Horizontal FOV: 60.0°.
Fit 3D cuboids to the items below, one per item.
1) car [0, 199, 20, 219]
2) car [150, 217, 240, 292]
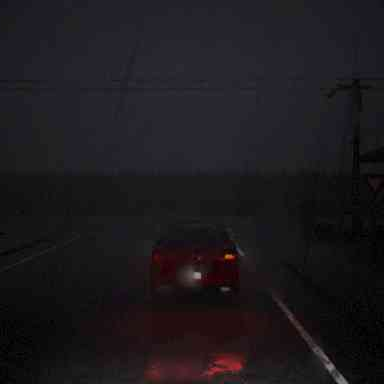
[{"bbox_3d":[-15.786,1.287,25.410,4.902,1.511,2.128,0,1,0],"label":"car"},{"bbox_3d":[0.070,1.398,8.714,1.882,1.535,5.008,0,1,0],"label":"car"}]
